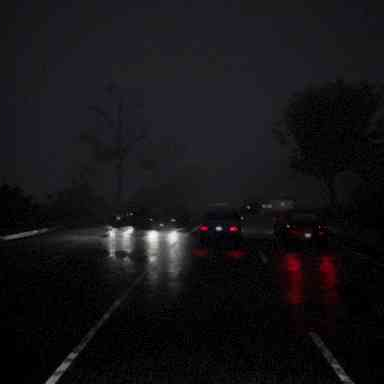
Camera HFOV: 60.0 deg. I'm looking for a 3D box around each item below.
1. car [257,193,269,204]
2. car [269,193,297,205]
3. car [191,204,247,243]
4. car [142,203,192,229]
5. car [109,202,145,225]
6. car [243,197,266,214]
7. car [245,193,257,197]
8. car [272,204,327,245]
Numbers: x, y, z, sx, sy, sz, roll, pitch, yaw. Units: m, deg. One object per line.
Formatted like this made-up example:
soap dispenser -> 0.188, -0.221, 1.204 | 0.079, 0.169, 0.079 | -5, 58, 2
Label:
car -> 14.539, 1.234, 61.606 | 2.150, 2.045, 5.566 | 0, 0, 32
car -> 9.500, 1.238, 34.300 | 2.150, 2.045, 5.566 | 0, 0, 18
car -> 1.467, 1.544, 16.026 | 2.033, 1.411, 5.357 | 0, 0, 8
car -> -1.258, 1.531, 21.894 | 2.033, 1.411, 5.357 | 0, 0, 11
car -> -4.295, 1.463, 24.120 | 2.128, 1.511, 4.902 | 0, 0, 12
car -> 6.457, 1.566, 36.068 | 1.994, 1.385, 4.181 | 0, 0, 19
car -> 11.636, 1.214, 63.582 | 2.150, 2.045, 5.566 | 0, 0, 32
car -> 4.973, 1.533, 15.571 | 1.812, 1.442, 4.674 | 0, 0, 8
